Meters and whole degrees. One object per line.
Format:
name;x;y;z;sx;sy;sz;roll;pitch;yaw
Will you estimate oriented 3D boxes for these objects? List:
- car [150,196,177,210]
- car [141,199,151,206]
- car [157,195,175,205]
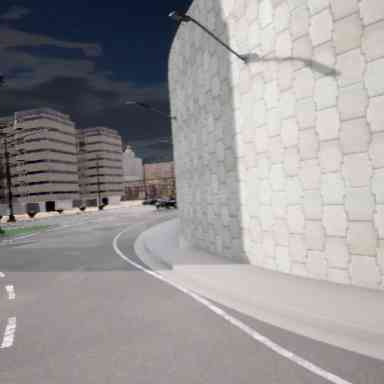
car;-3.788;1.737;49.363;2.128;1.511;4.902;-4;0;17
car;-8.734;2.126;69.499;2.033;1.411;5.357;-4;0;17
car;-5.381;1.704;68.572;2.097;1.767;4.553;-4;0;17
